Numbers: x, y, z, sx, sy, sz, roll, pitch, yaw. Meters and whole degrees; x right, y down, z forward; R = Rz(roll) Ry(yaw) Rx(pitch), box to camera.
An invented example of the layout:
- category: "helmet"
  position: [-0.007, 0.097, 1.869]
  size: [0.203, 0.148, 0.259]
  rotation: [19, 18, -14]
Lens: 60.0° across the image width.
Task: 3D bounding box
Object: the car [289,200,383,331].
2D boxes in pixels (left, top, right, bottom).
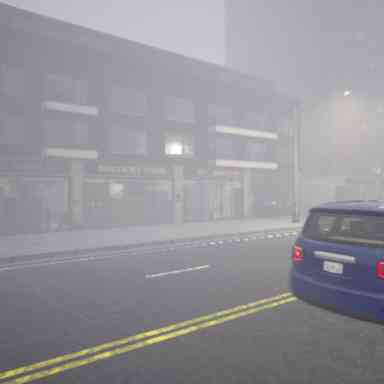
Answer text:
- category: "car"
  position: [4.271, 1.181, 6.486]
  size: [5.566, 2.045, 2.150]
  rotation: [-1, 0, -36]
